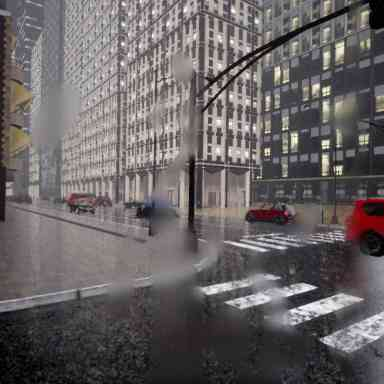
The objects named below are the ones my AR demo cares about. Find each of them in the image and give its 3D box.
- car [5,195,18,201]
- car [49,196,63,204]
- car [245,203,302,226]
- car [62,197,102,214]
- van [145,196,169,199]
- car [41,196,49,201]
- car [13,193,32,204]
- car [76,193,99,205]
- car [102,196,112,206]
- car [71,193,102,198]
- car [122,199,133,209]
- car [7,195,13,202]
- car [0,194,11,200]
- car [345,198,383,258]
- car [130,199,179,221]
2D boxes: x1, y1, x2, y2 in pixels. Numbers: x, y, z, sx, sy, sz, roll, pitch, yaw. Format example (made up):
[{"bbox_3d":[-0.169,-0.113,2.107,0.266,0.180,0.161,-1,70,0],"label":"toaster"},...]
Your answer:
[{"bbox_3d":[-40.370,1.377,74.317,2.008,1.369,4.403,1,-1,-35],"label":"car"},{"bbox_3d":[-24.212,1.504,61.594,2.033,1.411,5.357,1,-1,-38],"label":"car"},{"bbox_3d":[5.714,1.505,23.909,1.967,1.590,4.097,1,-1,-35],"label":"car"},{"bbox_3d":[-10.932,1.427,32.871,2.008,1.369,4.403,1,-1,-35],"label":"car"},{"bbox_3d":[-4.097,1.382,37.725,1.690,1.788,3.998,1,-1,-35],"label":"van"},{"bbox_3d":[-36.812,1.570,83.773,1.802,1.307,4.206,1,-1,-35],"label":"car"},{"bbox_3d":[-30.554,1.155,60.504,2.192,1.841,5.009,1,-1,-35],"label":"car"},{"bbox_3d":[-18.574,1.248,58.828,2.150,2.045,5.566,1,-1,-35],"label":"car"},{"bbox_3d":[-14.483,1.380,53.075,2.097,1.767,4.553,1,-1,-35],"label":"car"},{"bbox_3d":[-13.487,1.142,40.984,2.150,2.045,5.566,1,-1,-35],"label":"car"},{"bbox_3d":[-7.372,1.584,42.328,2.008,1.369,4.403,1,-1,-35],"label":"car"},{"bbox_3d":[-37.100,1.396,69.712,1.947,1.339,4.313,1,-1,-35],"label":"car"},{"bbox_3d":[-46.816,1.365,83.391,1.752,1.417,4.829,1,-1,-35],"label":"car"},{"bbox_3d":[7.898,1.232,10.779,2.150,2.045,5.566,0,0,-35],"label":"car"},{"bbox_3d":[-2.773,1.506,25.861,1.994,1.385,4.181,1,-1,-35],"label":"car"}]
